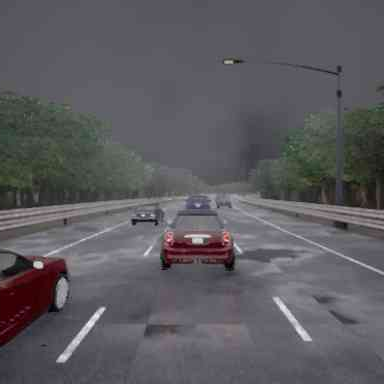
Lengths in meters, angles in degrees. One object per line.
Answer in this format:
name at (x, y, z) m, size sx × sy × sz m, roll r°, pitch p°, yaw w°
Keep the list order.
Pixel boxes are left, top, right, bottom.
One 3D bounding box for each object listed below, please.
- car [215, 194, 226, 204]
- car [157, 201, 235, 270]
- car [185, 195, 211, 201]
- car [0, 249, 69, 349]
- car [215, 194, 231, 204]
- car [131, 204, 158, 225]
car at (6.108, 1.539, 71.838) m, size 2.150 × 2.045 × 5.566 m, roll 0°, pitch 0°, yaw 4°
car at (0.180, 1.361, 11.278) m, size 2.097 × 1.767 × 4.553 m, roll 0°, pitch 0°, yaw 1°
car at (0.573, 1.274, 30.308) m, size 2.150 × 2.045 × 5.566 m, roll 0°, pitch 0°, yaw 2°
car at (-3.378, 1.479, 4.633) m, size 1.882 × 1.535 × 5.008 m, roll 0°, pitch 0°, yaw 0°
car at (4.770, 1.505, 49.975) m, size 2.097 × 1.767 × 4.553 m, roll 0°, pitch 0°, yaw 3°
car at (-3.101, 1.579, 24.023) m, size 2.033 × 1.411 × 5.357 m, roll 0°, pitch 0°, yaw 1°
